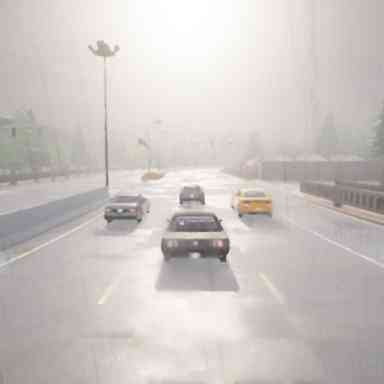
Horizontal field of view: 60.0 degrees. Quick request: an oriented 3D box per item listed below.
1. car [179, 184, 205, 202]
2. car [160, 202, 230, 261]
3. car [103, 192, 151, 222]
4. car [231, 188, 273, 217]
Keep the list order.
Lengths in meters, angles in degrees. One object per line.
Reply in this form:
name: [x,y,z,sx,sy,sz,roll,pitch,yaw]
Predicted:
car: [0.002,0.064,26.208,1.994,1.385,4.181,0,5,0]
car: [0.081,1.287,11.017,1.895,1.301,4.718,0,3,0]
car: [-3.455,0.733,18.434,2.033,1.411,5.357,0,5,0]
car: [3.531,0.518,20.131,1.882,1.535,5.008,0,5,0]
